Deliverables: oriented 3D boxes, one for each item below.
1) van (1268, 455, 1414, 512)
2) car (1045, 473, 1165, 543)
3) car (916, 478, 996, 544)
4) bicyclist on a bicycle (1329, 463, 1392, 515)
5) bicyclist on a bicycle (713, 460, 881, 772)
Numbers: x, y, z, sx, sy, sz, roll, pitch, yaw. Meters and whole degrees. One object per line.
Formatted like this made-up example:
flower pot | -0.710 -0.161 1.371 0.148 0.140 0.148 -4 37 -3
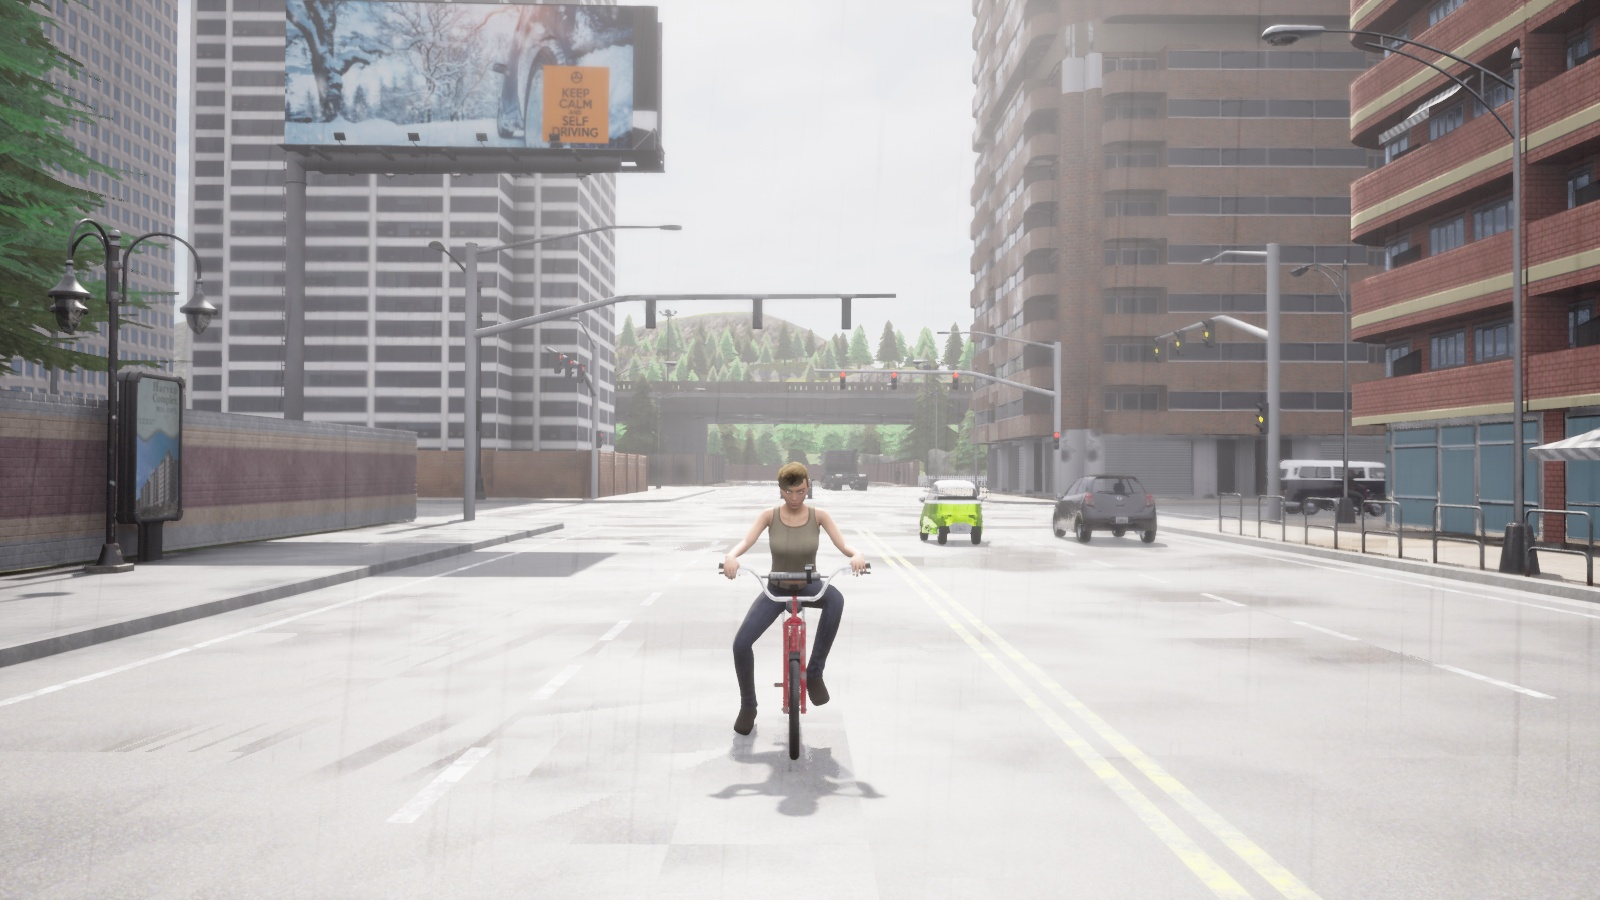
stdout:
van | 19.954 1.236 46.449 4.480 2.038 2.069 0 -1 0
car | 6.923 1.284 28.835 1.845 1.501 3.633 0 -1 0
car | 3.426 1.322 27.811 1.481 1.376 2.207 0 -1 0
bicyclist on a bicycle | 19.153 1.328 42.949 1.843 1.776 0.659 0 -1 0
bicyclist on a bicycle | -0.027 0.873 7.275 0.866 1.612 1.509 0 -1 -1
